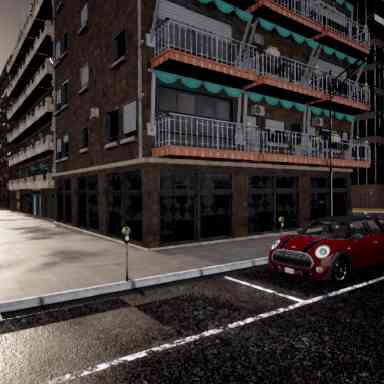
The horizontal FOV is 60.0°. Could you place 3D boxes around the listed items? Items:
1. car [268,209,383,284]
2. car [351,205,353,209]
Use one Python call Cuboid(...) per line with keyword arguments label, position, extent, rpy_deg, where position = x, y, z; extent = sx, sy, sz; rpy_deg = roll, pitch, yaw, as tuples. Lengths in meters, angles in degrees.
Cuboid(label="car", position=(4.046, 1.439, 9.476), extent=(4.097, 1.590, 1.967), rpy_deg=(0, -1, -36))
Cuboid(label="car", position=(17.738, 1.745, 41.600), extent=(1.967, 1.590, 4.097), rpy_deg=(-2, 0, -36))
